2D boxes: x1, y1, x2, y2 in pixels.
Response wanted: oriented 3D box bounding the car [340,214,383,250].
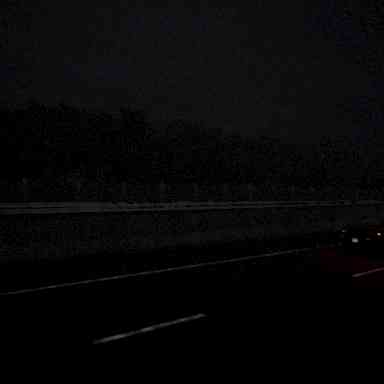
[{"bbox_3d":[8.043,1.657,13.905,4.674,1.442,1.812,0,0,-35],"label":"car"}]
